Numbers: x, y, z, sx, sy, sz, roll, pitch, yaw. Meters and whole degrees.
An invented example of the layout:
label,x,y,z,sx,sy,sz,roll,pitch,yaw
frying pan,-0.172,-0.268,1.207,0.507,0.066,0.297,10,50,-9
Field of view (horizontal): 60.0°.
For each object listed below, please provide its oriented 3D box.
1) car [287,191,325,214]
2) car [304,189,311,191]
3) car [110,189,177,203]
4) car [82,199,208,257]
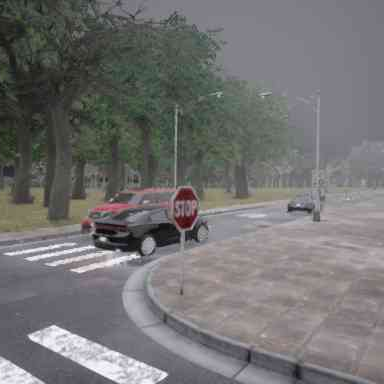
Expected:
label,x,y,z,sx,sy,sz,roll,pitch,yaw
car,9.242,0.917,26.828,1.994,1.385,4.181,1,2,36
car,13.462,0.402,37.683,2.097,1.767,4.553,1,2,36
car,-2.410,0.886,15.696,2.150,2.045,5.566,1,2,36
car,-1.289,1.242,12.212,1.882,1.535,5.008,1,2,36
